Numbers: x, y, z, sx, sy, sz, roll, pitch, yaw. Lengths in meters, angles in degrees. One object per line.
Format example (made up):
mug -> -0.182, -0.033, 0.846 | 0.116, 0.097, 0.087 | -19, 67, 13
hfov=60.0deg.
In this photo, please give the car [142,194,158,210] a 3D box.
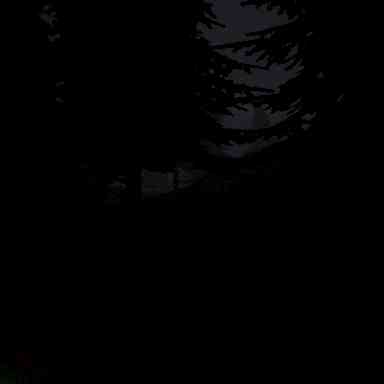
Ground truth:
car -> -6.438, 1.206, 39.240 | 2.150, 2.045, 5.566 | 0, 0, 37
